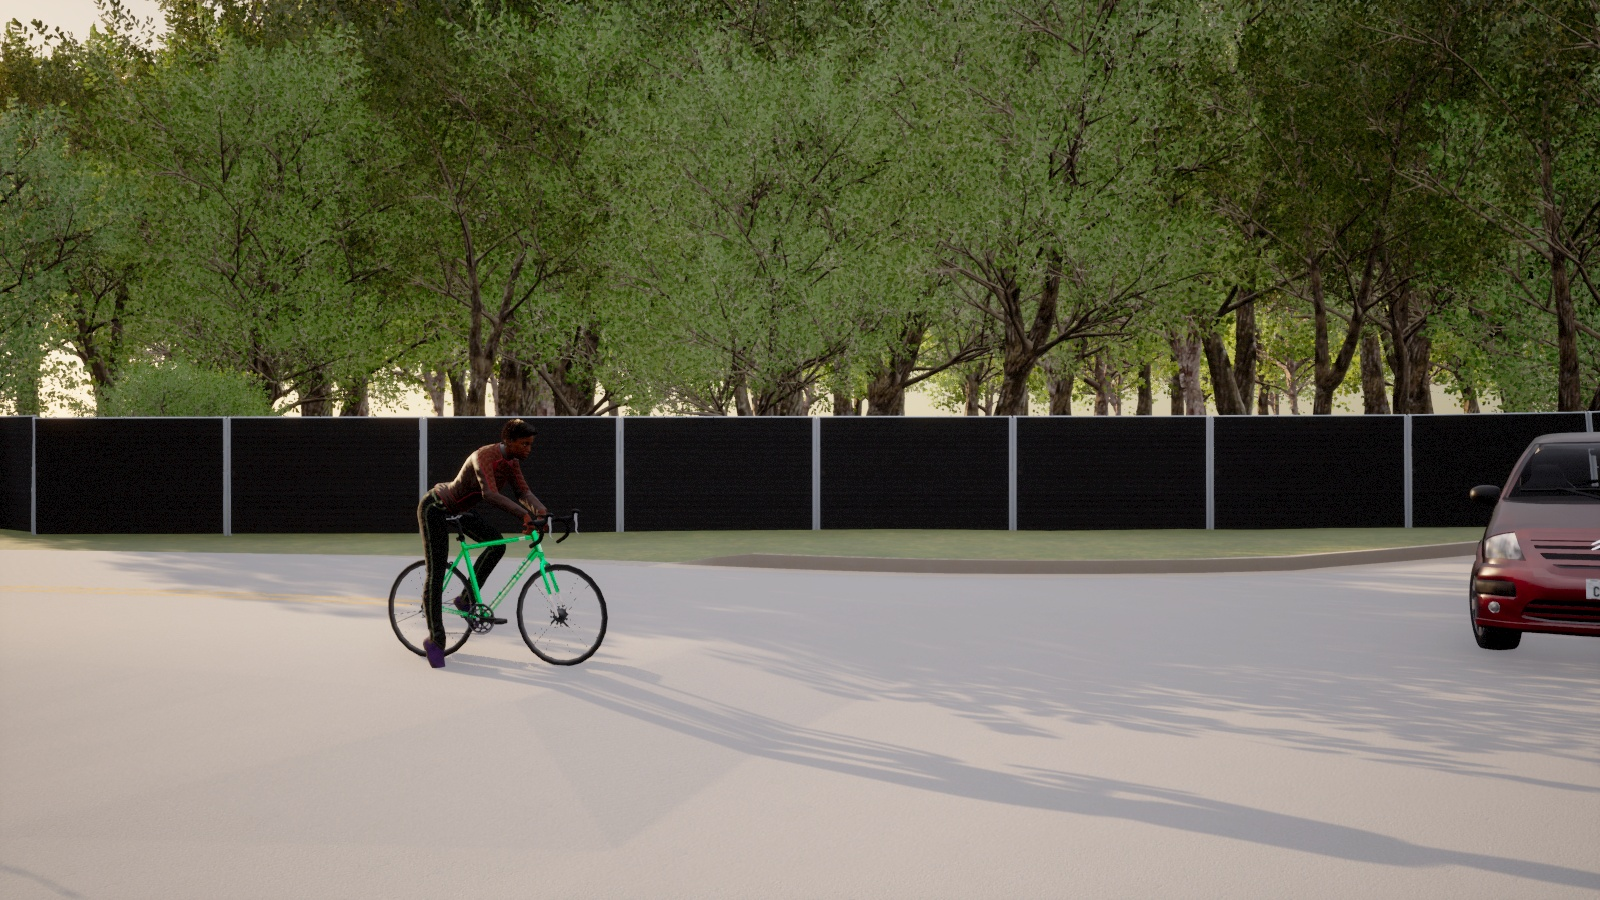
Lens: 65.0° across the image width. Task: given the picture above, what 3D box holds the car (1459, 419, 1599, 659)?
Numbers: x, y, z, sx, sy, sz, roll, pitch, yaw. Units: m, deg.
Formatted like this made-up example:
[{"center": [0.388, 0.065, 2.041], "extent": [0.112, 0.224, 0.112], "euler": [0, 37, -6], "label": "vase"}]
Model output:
[{"center": [6.577, 0.565, 10.202], "extent": [1.851, 1.617, 3.988], "euler": [-2, 1, 32], "label": "car"}]

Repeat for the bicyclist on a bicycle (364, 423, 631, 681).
[{"center": [-2.016, 0.637, 8.386], "extent": [1.656, 1.620, 0.582], "euler": [0, 0, 16], "label": "bicyclist on a bicycle"}]
